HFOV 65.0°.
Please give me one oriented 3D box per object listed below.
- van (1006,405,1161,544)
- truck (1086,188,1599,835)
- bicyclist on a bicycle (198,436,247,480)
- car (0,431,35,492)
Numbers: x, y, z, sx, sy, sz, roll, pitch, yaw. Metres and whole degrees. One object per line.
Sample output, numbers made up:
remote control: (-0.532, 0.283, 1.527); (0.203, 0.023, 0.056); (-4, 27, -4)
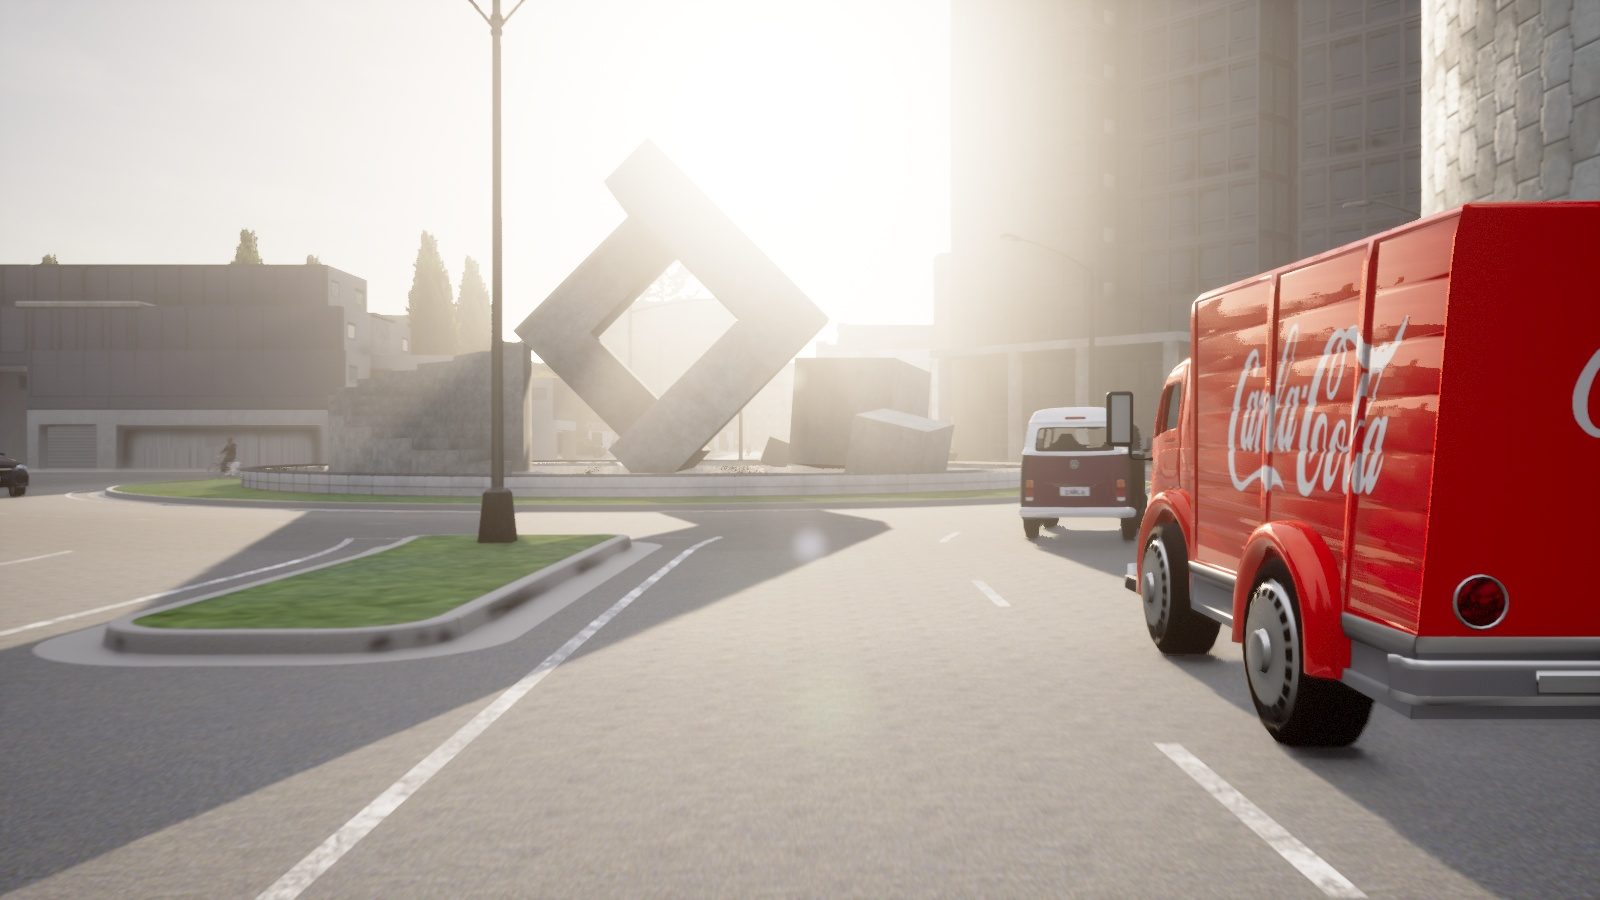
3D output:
van: (4.805, 0.356, 20.794); (2.069, 2.038, 4.480); (-1, 0, 18)
truck: (3.567, 0.221, 7.383); (2.627, 2.467, 5.204); (0, 0, 1)
bicyclist on a bicycle: (-23.594, 0.309, 51.342); (0.659, 1.776, 1.843); (1, 0, 22)
car: (-23.923, 0.306, 35.523); (5.027, 1.651, 2.152); (0, 0, 37)
